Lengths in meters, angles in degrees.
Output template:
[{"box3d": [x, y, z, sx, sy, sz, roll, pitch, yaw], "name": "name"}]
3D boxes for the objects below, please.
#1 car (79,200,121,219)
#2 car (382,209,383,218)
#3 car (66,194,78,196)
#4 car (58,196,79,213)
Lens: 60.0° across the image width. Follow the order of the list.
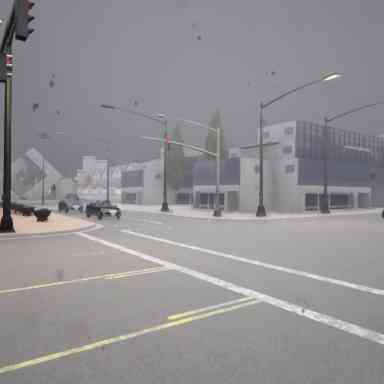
[{"box3d": [-7.771, 1.501, 28.881, 2.128, 1.511, 4.902, 1, 0, -35], "name": "car"}, {"box3d": [19.322, 1.751, 30.702, 4.181, 1.385, 1.994, 0, 0, -36], "name": "car"}, {"box3d": [-19.812, 1.272, 54.831, 2.150, 2.045, 5.566, 1, 0, -21], "name": "car"}, {"box3d": [-13.672, 1.499, 37.356, 2.128, 1.511, 4.902, 1, 0, -35], "name": "car"}]
